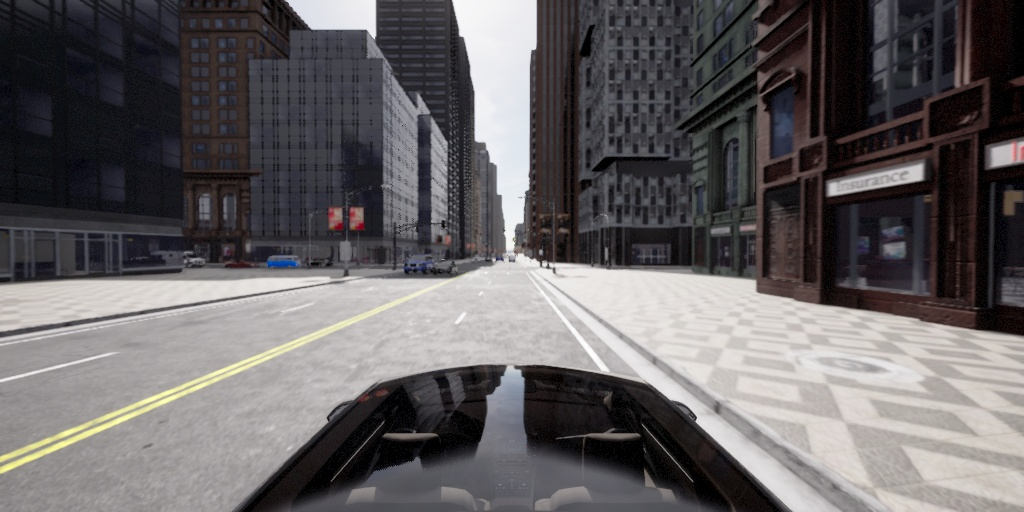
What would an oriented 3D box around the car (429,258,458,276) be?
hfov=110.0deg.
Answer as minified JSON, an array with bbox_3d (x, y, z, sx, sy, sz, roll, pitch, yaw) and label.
[{"bbox_3d":[-6.543,1.164,35.582,1.837,1.490,4.892,0,0,1],"label":"car"}]

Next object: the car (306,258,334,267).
[{"bbox_3d":[-30.537,0.997,56.677,4.313,1.339,1.948,0,0,0],"label":"car"}]

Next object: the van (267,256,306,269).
[{"bbox_3d":[-30.544,0.904,48.153,3.998,1.789,1.690,0,0,0],"label":"van"}]

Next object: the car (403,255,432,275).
[{"bbox_3d":[-9.765,0.878,38.175,2.150,2.045,5.566,0,0,0],"label":"car"}]

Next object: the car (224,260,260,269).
[{"bbox_3d":[-36.193,1.115,48.158,4.207,1.307,1.802,0,0,0],"label":"car"}]
